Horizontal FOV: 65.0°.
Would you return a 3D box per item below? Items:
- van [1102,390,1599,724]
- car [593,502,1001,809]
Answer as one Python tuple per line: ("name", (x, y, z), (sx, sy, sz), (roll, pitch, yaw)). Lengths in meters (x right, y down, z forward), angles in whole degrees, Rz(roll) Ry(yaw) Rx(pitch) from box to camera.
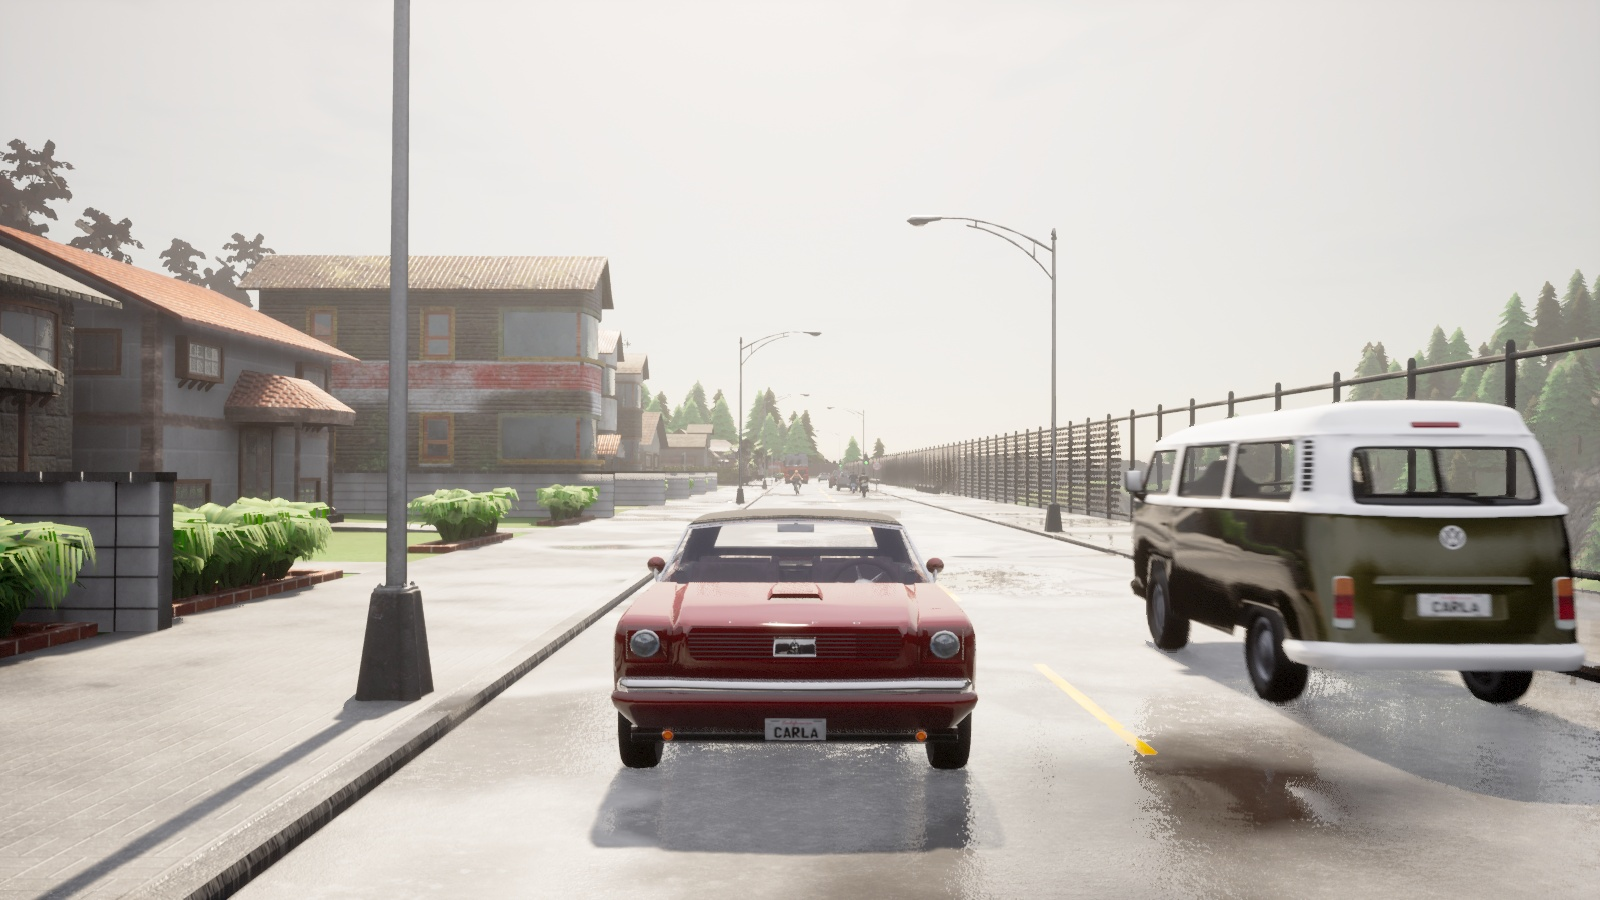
("van", (3.974, 0.689, 9.937), (2.069, 2.038, 4.480), (0, -1, 0))
("car", (-0.021, 1.053, 8.203), (1.895, 1.301, 4.718), (0, -1, 0))
